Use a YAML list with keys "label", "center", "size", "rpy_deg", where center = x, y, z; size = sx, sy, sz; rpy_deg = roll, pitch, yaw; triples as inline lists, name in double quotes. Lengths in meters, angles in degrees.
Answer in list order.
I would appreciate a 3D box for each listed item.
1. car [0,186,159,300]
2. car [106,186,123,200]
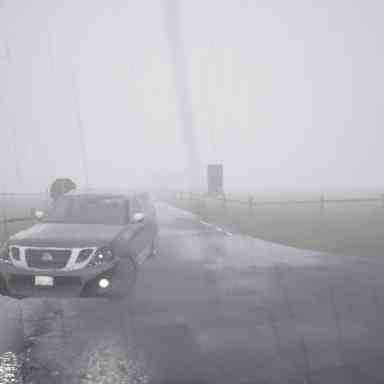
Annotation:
- label: "car"
  center: [-2.206, 0.967, 8.106]
  size: [2.150, 2.045, 5.566]
  rpy_deg: [1, 2, 4]
- label: "car"
  center: [-9.660, 0.029, 41.430]
  size: [1.882, 1.535, 5.008]
  rpy_deg: [-1, 2, -14]
